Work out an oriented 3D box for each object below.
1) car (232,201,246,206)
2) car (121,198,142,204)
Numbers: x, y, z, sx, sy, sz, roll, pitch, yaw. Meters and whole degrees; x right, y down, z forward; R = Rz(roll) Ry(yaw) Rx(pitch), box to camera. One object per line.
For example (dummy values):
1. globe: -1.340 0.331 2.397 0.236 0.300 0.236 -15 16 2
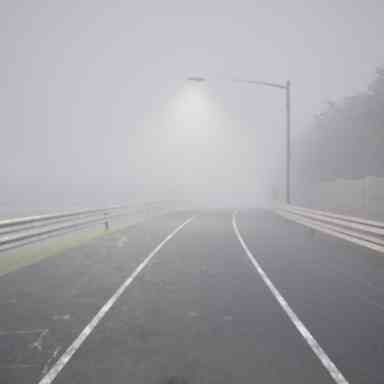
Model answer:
1. car: 12.441 3.081 88.043 1.994 1.385 4.181 -2 -3 43
2. car: -12.294 2.078 68.932 4.553 1.767 2.097 1 -2 -29
